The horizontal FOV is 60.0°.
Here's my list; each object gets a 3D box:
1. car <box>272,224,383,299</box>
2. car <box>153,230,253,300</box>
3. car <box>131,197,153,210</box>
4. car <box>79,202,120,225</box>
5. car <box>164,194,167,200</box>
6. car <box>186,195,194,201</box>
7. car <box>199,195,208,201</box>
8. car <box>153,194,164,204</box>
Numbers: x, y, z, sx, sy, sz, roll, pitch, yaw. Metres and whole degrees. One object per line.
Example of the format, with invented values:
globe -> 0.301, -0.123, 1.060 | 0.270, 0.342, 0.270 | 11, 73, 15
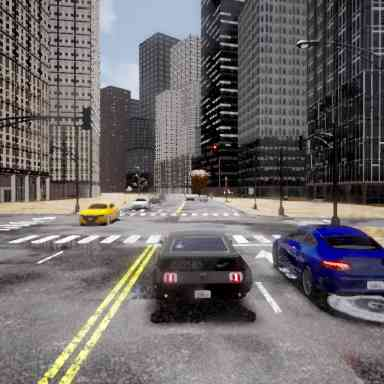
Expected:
car -> 3.347, 1.525, 8.331 | 1.812, 1.442, 4.674 | 0, 0, 1
car -> 0.105, 1.600, 8.360 | 1.895, 1.301, 4.718 | 0, 0, -3
car -> -6.575, 1.501, 42.871 | 1.812, 1.442, 4.674 | 0, 0, 0
car -> -6.578, 1.450, 24.007 | 1.882, 1.535, 5.008 | 0, 0, 0
car -> -6.733, 1.258, 74.811 | 2.097, 1.767, 4.553 | 0, 0, -2
car -> -0.496, 1.495, 80.517 | 1.895, 1.301, 4.718 | 0, 0, -4
car -> 2.752, 1.423, 80.633 | 1.812, 1.442, 4.674 | 0, 0, -4
car -> -6.554, 1.511, 59.126 | 1.994, 1.385, 4.181 | 0, 0, 0
